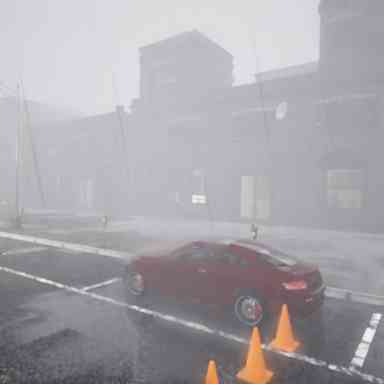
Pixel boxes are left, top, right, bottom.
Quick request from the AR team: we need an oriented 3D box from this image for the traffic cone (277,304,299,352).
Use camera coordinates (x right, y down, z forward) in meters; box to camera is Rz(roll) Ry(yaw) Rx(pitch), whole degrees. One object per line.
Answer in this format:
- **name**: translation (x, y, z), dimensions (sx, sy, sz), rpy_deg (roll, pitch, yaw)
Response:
- **traffic cone**: translation (1.349, 1.937, 4.851), dimensions (0.340, 0.580, 0.340), rpy_deg (1, 0, 35)

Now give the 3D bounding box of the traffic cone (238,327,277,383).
- **traffic cone**: translation (0.769, 1.937, 4.036), dimensions (0.340, 0.580, 0.340), rpy_deg (1, 0, 35)

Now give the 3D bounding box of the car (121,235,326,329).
- **car**: translation (0.432, 1.543, 6.687), dimensions (4.206, 1.307, 1.802), rpy_deg (1, 1, 35)

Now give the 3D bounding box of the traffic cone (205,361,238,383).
- **traffic cone**: translation (0.189, 1.937, 3.222), dimensions (0.340, 0.580, 0.340), rpy_deg (1, 0, 35)
